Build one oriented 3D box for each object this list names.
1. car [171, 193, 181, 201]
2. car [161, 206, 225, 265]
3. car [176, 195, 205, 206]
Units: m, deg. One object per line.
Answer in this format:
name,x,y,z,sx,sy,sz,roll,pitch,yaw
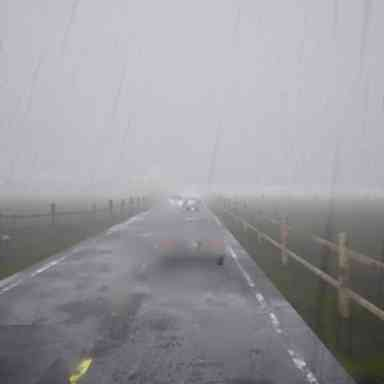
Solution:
car,-2.686,0.847,58.378,1.895,1.301,4.718,0,1,1
car,0.046,1.406,11.078,2.033,1.411,5.357,0,1,1
car,0.077,1.215,26.071,2.033,1.411,5.357,0,1,1
